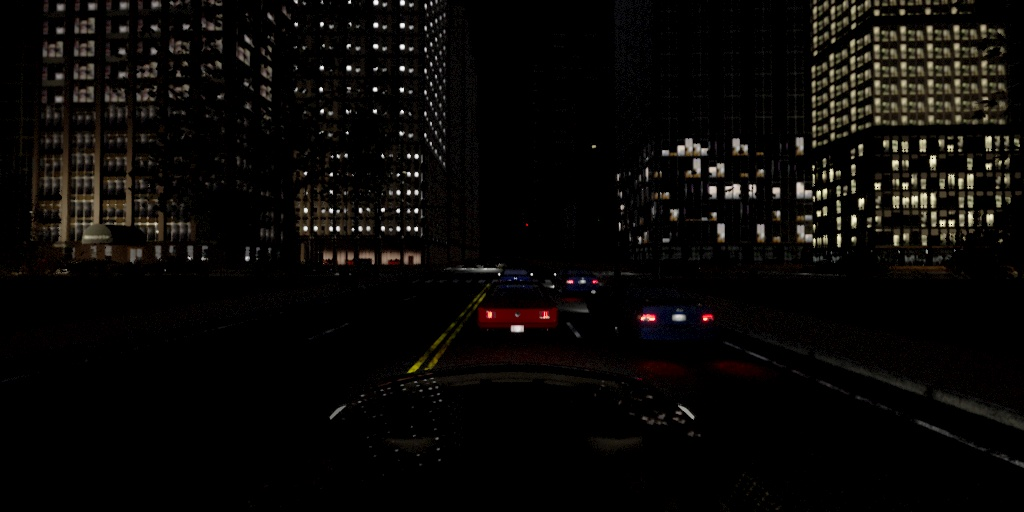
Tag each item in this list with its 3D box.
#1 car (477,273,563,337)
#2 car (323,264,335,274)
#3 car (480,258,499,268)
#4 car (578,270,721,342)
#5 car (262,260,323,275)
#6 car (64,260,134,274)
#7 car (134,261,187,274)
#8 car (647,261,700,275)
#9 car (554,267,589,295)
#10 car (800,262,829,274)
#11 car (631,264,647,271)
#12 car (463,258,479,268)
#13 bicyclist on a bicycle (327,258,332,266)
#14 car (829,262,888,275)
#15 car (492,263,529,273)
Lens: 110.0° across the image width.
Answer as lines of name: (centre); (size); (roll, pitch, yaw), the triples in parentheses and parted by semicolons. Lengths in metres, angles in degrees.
car: (0.141, 1.348, 10.295); (1.895, 1.301, 4.718); (0, 0, 0)
car: (-21.030, 1.244, 37.854); (4.181, 1.385, 1.994); (0, -1, 2)
car: (-3.596, 1.194, 58.148); (2.128, 1.511, 4.902); (0, 0, -1)
car: (3.388, 1.295, 9.761); (2.033, 1.411, 5.357); (0, 0, 0)
car: (-21.509, 1.126, 34.622); (4.902, 1.511, 2.128); (0, -1, 2)
car: (-40.500, 1.133, 35.299); (4.674, 1.442, 1.812); (0, -1, 2)
car: (-37.142, 1.221, 38.431); (4.181, 1.385, 1.994); (0, -1, 2)
car: (18.036, 1.271, 39.446); (4.902, 1.511, 2.128); (0, -1, 2)
car: (3.442, 1.290, 19.830); (2.033, 1.411, 5.357); (0, 0, 0)
car: (36.490, 1.410, 42.095); (4.181, 1.385, 1.994); (0, -1, 2)
car: (17.056, 1.370, 42.729); (5.357, 1.411, 2.033); (0, -1, 2)
car: (-6.846, 1.205, 58.090); (1.837, 1.490, 4.892); (0, 1, 0)
bicyclist on a bicycle: (-24.914, 1.126, 48.858); (0.582, 1.620, 1.656); (0, -1, 2)
car: (37.804, 1.328, 38.794); (4.674, 1.442, 1.812); (0, -1, 2)
car: (0.192, 1.290, 19.871); (2.033, 1.411, 5.357); (0, 0, 0)
